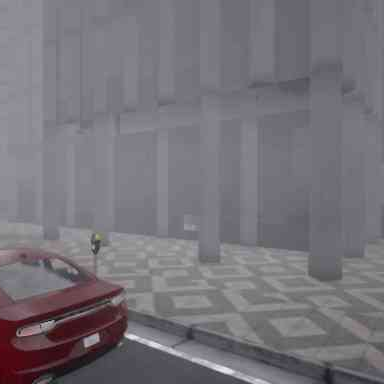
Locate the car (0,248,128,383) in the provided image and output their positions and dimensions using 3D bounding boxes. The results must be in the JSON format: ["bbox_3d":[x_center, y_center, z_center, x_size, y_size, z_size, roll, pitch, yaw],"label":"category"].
[{"bbox_3d":[-2.951,1.543,5.065,4.507,1.381,1.887,0,0,36],"label":"car"}]
